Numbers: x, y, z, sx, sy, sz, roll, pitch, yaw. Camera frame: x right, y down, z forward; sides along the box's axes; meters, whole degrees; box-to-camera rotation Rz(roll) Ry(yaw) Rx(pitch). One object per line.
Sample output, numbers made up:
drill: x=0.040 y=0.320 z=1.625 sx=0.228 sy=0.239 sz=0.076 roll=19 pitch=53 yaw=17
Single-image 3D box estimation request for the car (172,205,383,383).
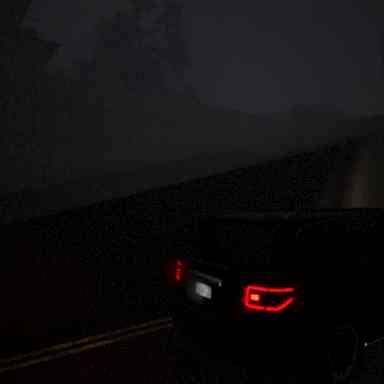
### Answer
car: x=2.331 y=1.230 z=5.459 sx=5.566 sy=2.045 sz=2.150 roll=0 pitch=0 yaw=-35
